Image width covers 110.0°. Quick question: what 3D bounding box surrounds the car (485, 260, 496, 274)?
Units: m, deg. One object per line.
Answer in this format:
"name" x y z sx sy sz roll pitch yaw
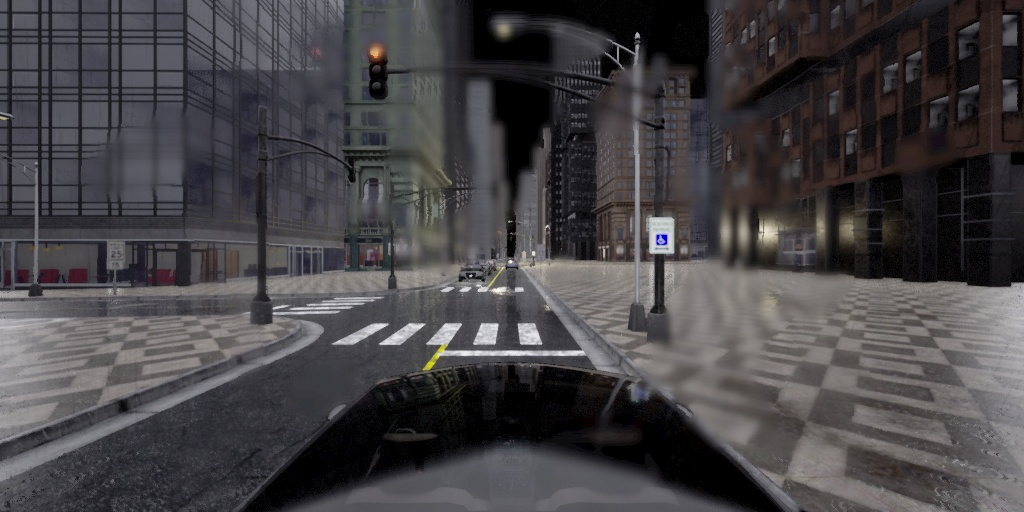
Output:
"car" -3.102 1.242 37.916 2.128 1.511 4.902 0 0 0

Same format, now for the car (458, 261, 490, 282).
"car" -3.109 1.313 28.945 1.994 1.385 4.181 0 0 0

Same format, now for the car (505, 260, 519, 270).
"car" -0.010 1.323 53.357 1.994 1.385 4.181 0 0 0
